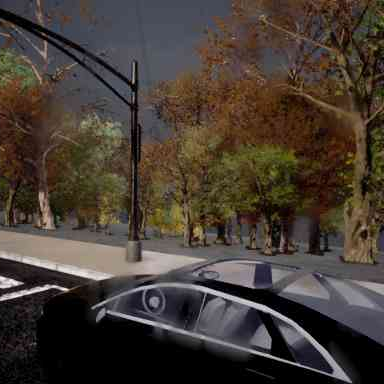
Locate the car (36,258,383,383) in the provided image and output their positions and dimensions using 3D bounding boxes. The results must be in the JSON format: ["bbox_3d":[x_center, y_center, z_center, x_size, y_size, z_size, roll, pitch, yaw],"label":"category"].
[{"bbox_3d":[0.238,1.491,3.503,4.902,1.511,2.128,0,0,37],"label":"car"}]
